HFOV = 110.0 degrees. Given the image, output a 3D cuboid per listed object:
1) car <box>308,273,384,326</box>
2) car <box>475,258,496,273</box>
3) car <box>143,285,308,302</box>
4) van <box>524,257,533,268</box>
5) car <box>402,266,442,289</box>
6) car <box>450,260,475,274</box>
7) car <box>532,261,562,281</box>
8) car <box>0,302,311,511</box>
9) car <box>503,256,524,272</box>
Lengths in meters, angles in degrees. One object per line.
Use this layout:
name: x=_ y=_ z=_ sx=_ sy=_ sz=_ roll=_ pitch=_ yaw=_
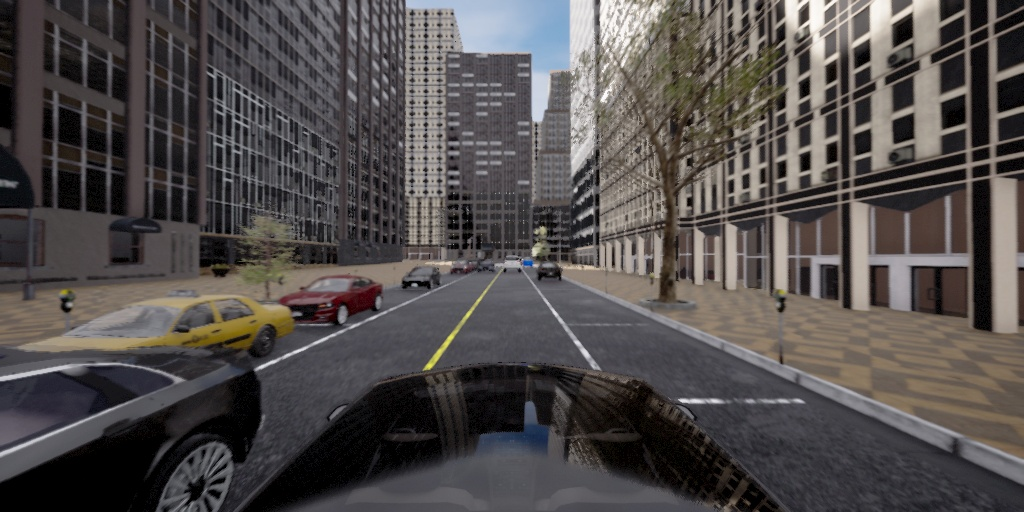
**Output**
car: x=-5.684 y=1.296 z=11.745 sx=1.888 sy=1.381 sz=4.507 roll=0 pitch=0 yaw=0
car: x=-3.043 y=1.310 z=43.537 sx=1.994 sy=1.385 sz=4.181 roll=0 pitch=0 yaw=0
car: x=-5.687 y=1.276 z=5.932 sx=1.751 sy=1.417 sz=4.829 roll=0 pitch=0 yaw=0
van: x=2.724 y=1.082 z=62.519 sx=1.690 sy=1.789 sz=3.998 roll=0 pitch=0 yaw=0
car: x=-5.678 y=1.315 z=23.030 sx=1.948 sy=1.339 sz=4.313 roll=0 pitch=0 yaw=0
car: x=-5.669 y=1.186 z=39.959 sx=1.967 sy=1.591 sz=4.097 roll=0 pitch=0 yaw=0
car: x=3.015 y=1.226 z=30.286 sx=1.882 sy=1.535 sz=5.008 roll=0 pitch=0 yaw=0
car: x=-3.099 y=1.242 z=1.123 sx=2.128 sy=1.511 sz=4.902 roll=0 pitch=0 yaw=0
car: x=0.037 y=0.968 z=45.528 sx=2.150 sy=2.045 sz=5.566 roll=0 pitch=0 yaw=0
